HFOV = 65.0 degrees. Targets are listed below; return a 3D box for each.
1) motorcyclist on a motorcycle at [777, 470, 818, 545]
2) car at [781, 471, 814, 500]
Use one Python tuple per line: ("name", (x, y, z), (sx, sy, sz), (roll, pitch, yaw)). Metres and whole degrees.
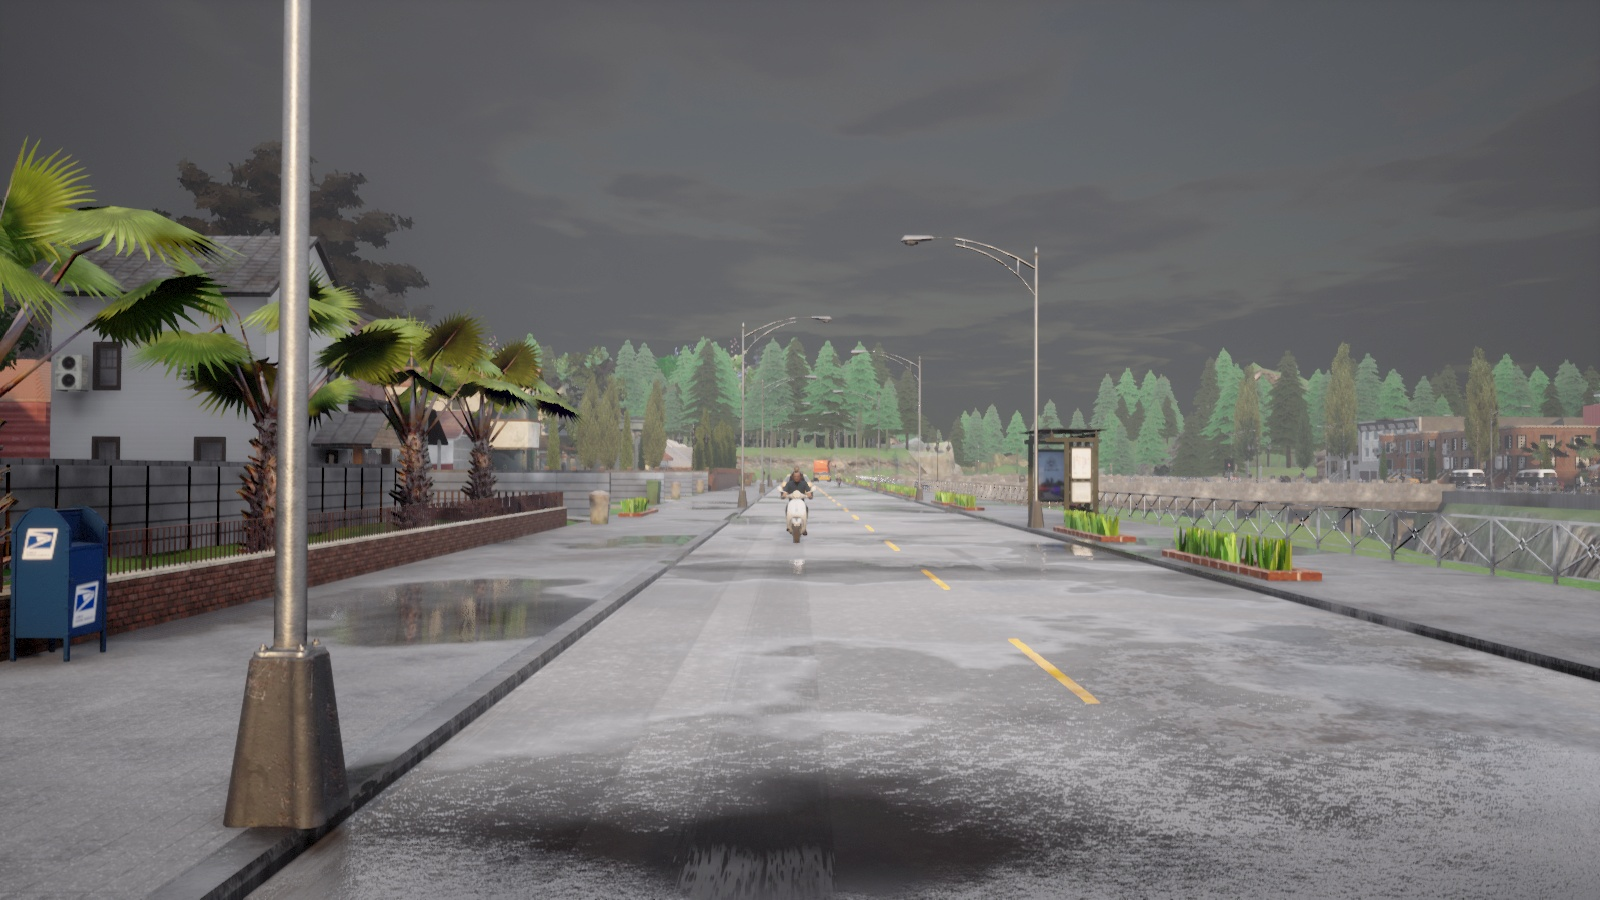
("motorcyclist on a motorcycle", (-0.063, 1.237, 27.620), (0.866, 1.590, 1.817), (0, -1, 0))
("car", (-0.161, 1.962, 71.181), (1.801, 1.575, 5.366), (0, -1, 0))
